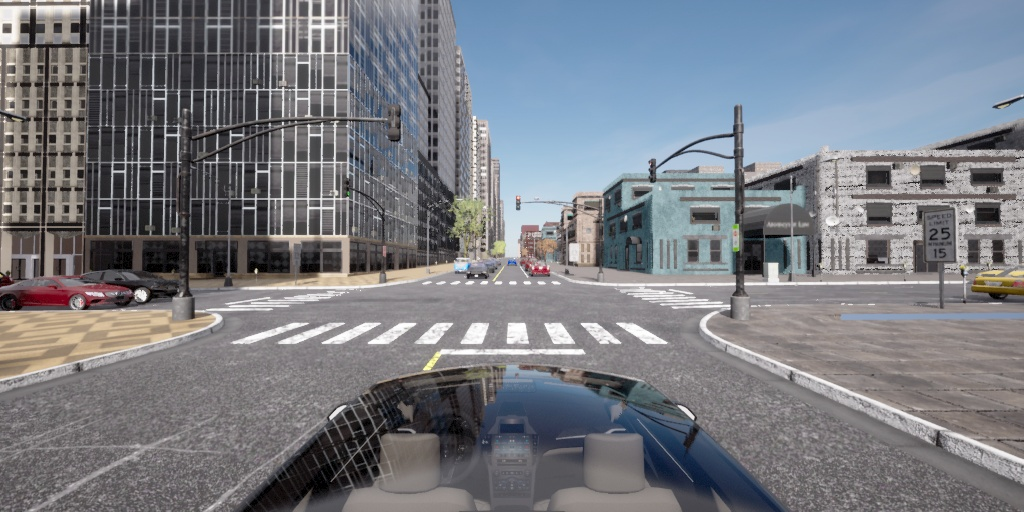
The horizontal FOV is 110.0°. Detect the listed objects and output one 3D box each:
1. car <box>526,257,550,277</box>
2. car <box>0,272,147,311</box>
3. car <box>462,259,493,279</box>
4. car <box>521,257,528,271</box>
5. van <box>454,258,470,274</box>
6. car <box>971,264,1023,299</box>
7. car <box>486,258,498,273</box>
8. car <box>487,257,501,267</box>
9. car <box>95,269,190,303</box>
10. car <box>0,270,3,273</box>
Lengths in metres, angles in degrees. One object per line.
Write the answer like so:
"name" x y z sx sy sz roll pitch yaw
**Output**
"car" 2.701 1.195 35.867 1.967 1.591 4.097 0 0 0
"car" -17.416 1.413 14.033 4.207 1.307 1.802 0 0 1
"car" -3.076 1.302 33.058 2.033 1.411 5.357 0 0 -1
"car" 2.704 1.070 47.215 2.192 1.841 5.009 0 0 0
"van" -5.679 1.096 41.505 1.690 1.789 3.998 0 0 0
"car" 20.693 0.994 13.657 4.829 1.417 1.751 0 0 1
"car" -3.083 1.319 42.937 1.994 1.385 4.181 0 0 0
"car" -3.080 1.303 53.304 2.033 1.411 5.357 0 0 0
"car" -17.889 1.359 16.645 5.008 1.535 1.882 -1 -1 0
"car" -23.099 1.325 14.090 4.097 1.591 1.967 0 0 1
